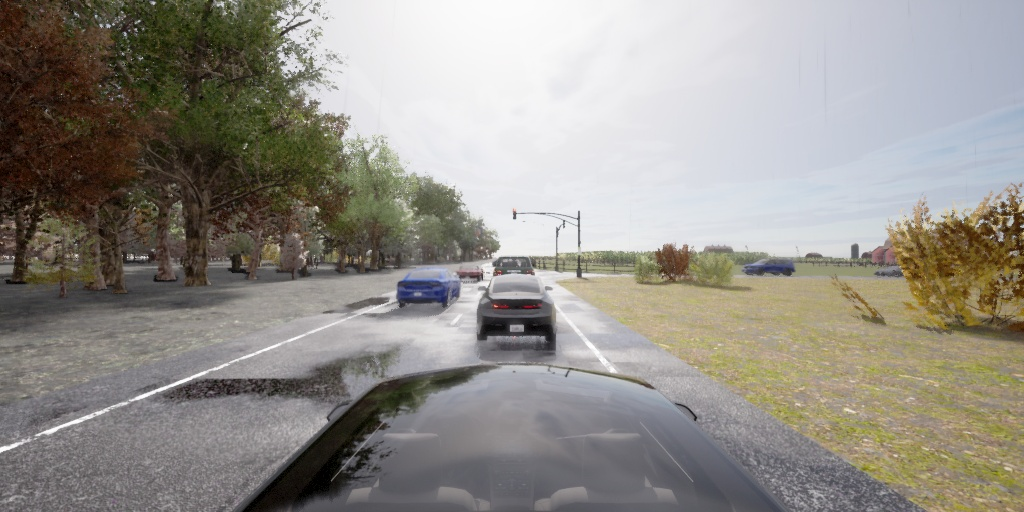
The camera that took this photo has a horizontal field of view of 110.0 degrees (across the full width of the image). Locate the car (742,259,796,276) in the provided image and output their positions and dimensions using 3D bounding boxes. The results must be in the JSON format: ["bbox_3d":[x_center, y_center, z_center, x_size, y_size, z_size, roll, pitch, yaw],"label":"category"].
[{"bbox_3d":[30.700,1.365,42.911,5.566,2.045,2.150,1,-1,0],"label":"car"}]

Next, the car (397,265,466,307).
[{"bbox_3d":[-3.403,1.231,15.459,1.882,1.535,5.008,0,0,0],"label":"car"}]

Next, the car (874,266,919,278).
[{"bbox_3d":[45.954,1.873,42.798,4.181,1.385,1.994,1,-1,1],"label":"car"}]

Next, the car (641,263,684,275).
[{"bbox_3d":[17.979,1.509,42.976,4.892,1.490,1.837,1,-1,1],"label":"car"}]

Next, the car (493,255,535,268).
[{"bbox_3d":[0.099,0.976,19.797,2.150,2.045,5.566,0,0,0],"label":"car"}]

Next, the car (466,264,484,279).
[{"bbox_3d":[-3.405,1.357,29.823,1.895,1.301,4.718,0,0,0],"label":"car"}]

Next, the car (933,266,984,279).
[{"bbox_3d":[48.925,1.807,39.221,4.674,1.442,1.812,1,-1,0],"label":"car"}]

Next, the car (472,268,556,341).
[{"bbox_3d":[0.099,1.257,9.881,1.837,1.490,4.892,0,0,0],"label":"car"}]
